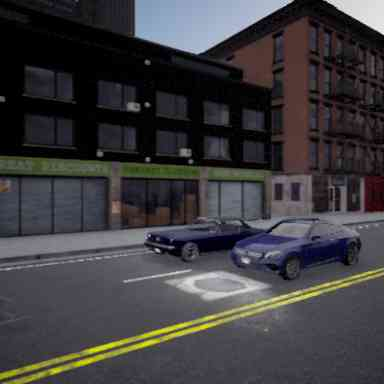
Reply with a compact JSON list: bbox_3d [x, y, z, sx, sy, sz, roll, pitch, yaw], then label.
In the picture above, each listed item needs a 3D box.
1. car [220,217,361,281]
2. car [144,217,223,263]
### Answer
[{"bbox_3d":[3.297,1.526,10.029,4.674,1.442,1.812,0,0,-35],"label":"car"},{"bbox_3d":[0.690,1.601,12.163,4.718,1.301,1.895,0,0,-35],"label":"car"}]
